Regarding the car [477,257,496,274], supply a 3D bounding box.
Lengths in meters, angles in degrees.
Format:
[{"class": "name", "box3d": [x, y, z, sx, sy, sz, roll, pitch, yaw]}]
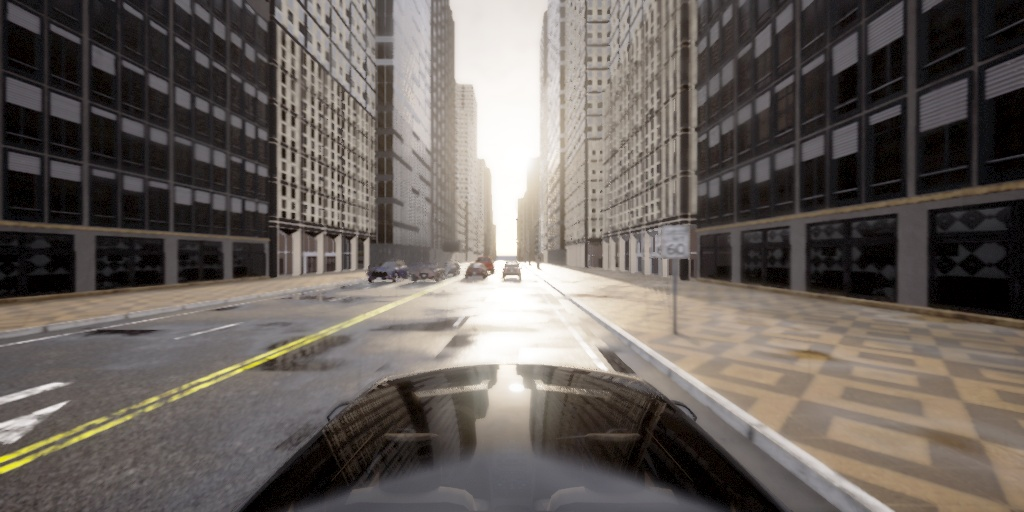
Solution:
[{"class": "car", "box3d": [-3.260, 1.078, 44.327, 2.150, 2.045, 5.566, 0, 0, 0]}]

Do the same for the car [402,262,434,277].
[{"class": "car", "box3d": [-9.763, 1.378, 37.728, 2.033, 1.411, 5.357, 0, 0, 0]}]

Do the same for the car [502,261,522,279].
[{"class": "car", "box3d": [-0.011, 1.365, 33.564, 2.033, 1.411, 5.357, 0, 0, 0]}]

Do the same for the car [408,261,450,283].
[{"class": "car", "box3d": [-6.510, 1.273, 28.530, 1.994, 1.385, 4.181, 0, 0, 0]}]

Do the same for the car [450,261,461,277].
[{"class": "car", "box3d": [-6.513, 1.322, 37.730, 2.128, 1.511, 4.902, 0, 0, 0]}]

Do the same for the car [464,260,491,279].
[{"class": "car", "box3d": [-3.261, 1.343, 33.563, 1.812, 1.442, 4.674, 0, 0, 0]}]

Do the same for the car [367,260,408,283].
[{"class": "car", "box3d": [-9.760, 1.075, 28.559, 2.097, 1.767, 4.553, 0, 0, 0]}]
